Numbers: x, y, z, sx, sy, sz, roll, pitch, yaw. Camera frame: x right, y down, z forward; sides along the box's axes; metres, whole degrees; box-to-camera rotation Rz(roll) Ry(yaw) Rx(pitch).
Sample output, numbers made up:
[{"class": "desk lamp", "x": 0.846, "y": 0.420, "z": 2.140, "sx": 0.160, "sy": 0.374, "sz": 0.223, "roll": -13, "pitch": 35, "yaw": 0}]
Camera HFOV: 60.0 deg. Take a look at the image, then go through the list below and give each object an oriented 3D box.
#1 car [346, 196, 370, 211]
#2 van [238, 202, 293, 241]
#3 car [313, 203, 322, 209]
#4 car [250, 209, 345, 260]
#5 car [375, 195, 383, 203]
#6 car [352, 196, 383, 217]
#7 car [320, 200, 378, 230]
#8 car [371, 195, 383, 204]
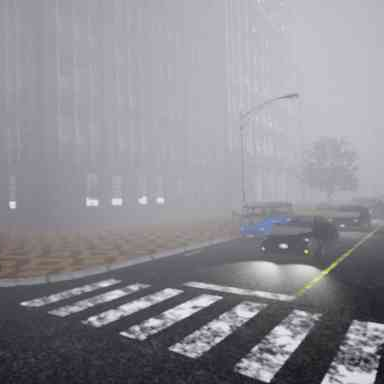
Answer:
[{"class": "car", "x": 19.709, "y": 1.373, "z": 39.440, "sx": 1.967, "sy": 1.590, "sz": 4.097, "roll": -2, "pitch": -1, "yaw": 35}, {"class": "van", "x": 3.749, "y": 1.406, "z": 16.471, "sx": 1.690, "sy": 1.788, "sz": 3.998, "roll": -2, "pitch": -1, "yaw": 35}, {"class": "car", "x": 10.040, "y": 1.536, "z": 25.517, "sx": 1.752, "sy": 1.417, "sz": 4.829, "roll": -2, "pitch": -1, "yaw": 35}, {"class": "car", "x": 4.079, "y": 1.548, "z": 12.371, "sx": 1.994, "sy": 1.385, "sz": 4.181, "roll": -3, "pitch": -1, "yaw": 35}, {"class": "car", "x": 35.671, "y": 1.362, "z": 62.410, "sx": 1.887, "sy": 1.381, "sz": 4.507, "roll": -2, "pitch": -1, "yaw": 35}, {"class": "car", "x": 15.928, "y": 1.374, "z": 29.406, "sx": 2.128, "sy": 1.511, "sz": 4.902, "roll": -3, "pitch": -1, "yaw": 35}, {"class": "car", "x": 9.920, "y": 1.480, "z": 20.773, "sx": 2.033, "sy": 1.411, "sz": 5.357, "roll": -3, "pitch": -1, "yaw": 35}, {"class": "car", "x": 32.476, "y": 1.280, "z": 57.817, "sx": 1.967, "sy": 1.590, "sz": 4.097, "roll": -2, "pitch": -1, "yaw": 35}]
